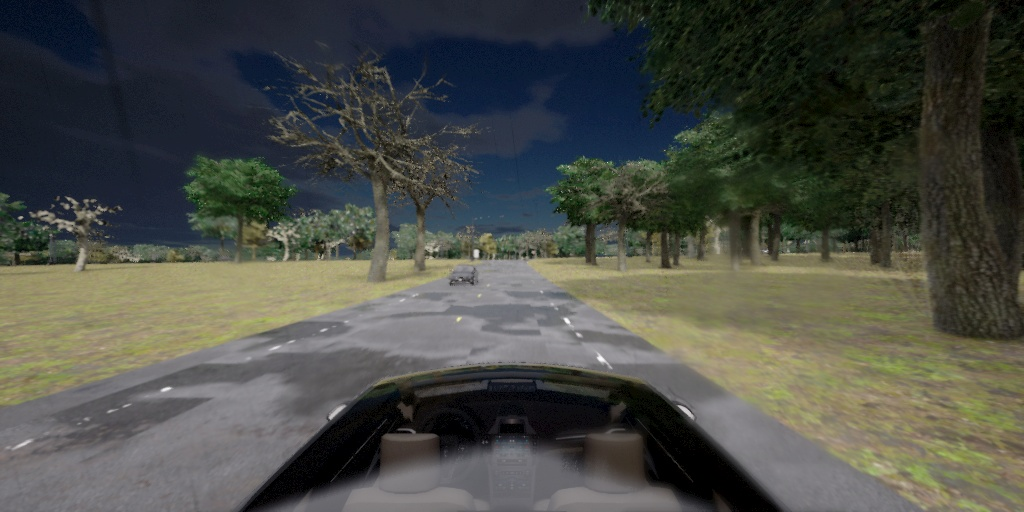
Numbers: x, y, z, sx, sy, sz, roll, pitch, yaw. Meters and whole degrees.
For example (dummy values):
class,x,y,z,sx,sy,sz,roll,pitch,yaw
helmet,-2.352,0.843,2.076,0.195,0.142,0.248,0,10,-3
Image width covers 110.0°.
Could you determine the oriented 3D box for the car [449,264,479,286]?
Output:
class,x,y,z,sx,sy,sz,roll,pitch,yaw
car,-3.583,1.415,27.261,1.837,1.490,4.892,0,0,0
